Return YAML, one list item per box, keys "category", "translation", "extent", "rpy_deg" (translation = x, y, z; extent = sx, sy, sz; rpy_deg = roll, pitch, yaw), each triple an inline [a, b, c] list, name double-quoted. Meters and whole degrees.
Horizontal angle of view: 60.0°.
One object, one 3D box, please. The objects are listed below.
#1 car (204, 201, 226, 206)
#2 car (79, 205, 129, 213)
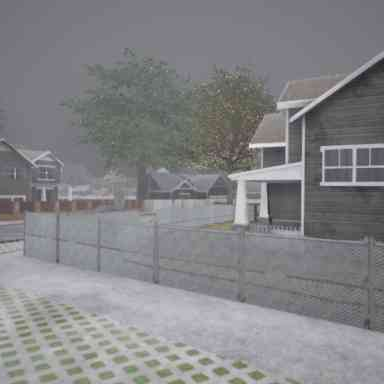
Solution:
- category: "car"
  translation: [3.559, 1.977, 45.854]
  extent: [1.882, 1.535, 5.008]
  rpy_deg: [1, 0, 39]
- category: "car"
  translation: [-7.505, 1.848, 28.922]
  extent: [1.895, 1.301, 4.718]
  rpy_deg: [1, 0, 28]
